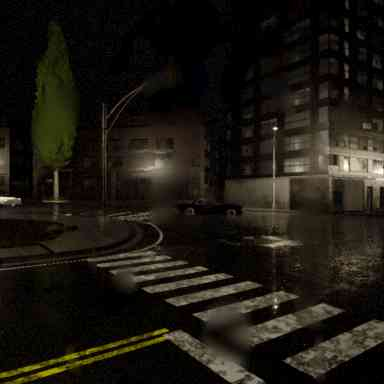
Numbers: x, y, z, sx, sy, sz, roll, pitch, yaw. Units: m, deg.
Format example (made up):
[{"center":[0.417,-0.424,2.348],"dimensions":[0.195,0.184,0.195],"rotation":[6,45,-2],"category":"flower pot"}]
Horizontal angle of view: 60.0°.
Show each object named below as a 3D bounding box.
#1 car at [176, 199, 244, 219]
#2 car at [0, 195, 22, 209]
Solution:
[{"center":[1.346,1.146,23.857],"dimensions":[4.718,1.301,1.895],"rotation":[2,0,11],"category":"car"},{"center":[-16.656,0.695,27.470],"dimensions":[4.718,1.301,1.895],"rotation":[1,0,11],"category":"car"}]
